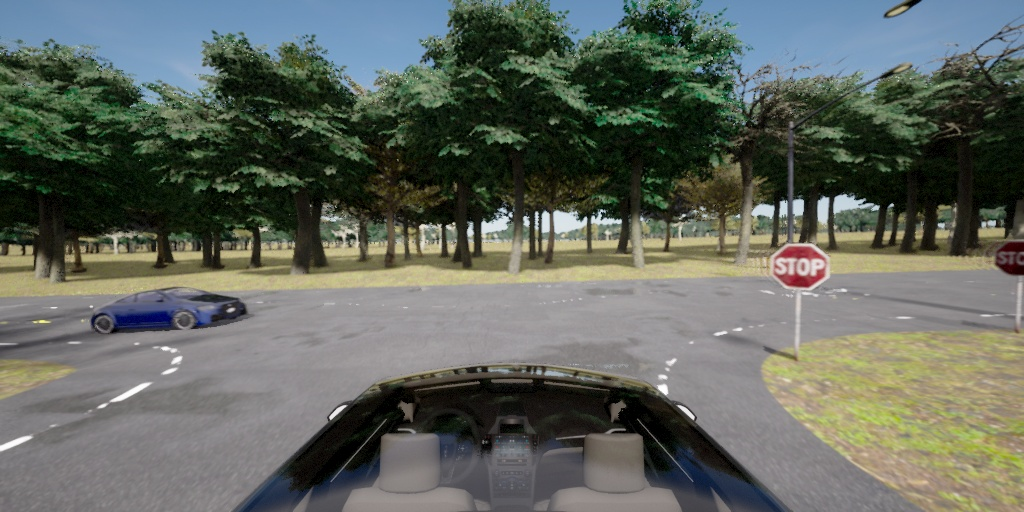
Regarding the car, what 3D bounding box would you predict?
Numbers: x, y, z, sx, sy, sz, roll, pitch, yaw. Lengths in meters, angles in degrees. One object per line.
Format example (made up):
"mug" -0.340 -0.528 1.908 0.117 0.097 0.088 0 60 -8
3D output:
"car" -11.847 1.794 12.539 4.181 1.385 1.994 -2 2 0
